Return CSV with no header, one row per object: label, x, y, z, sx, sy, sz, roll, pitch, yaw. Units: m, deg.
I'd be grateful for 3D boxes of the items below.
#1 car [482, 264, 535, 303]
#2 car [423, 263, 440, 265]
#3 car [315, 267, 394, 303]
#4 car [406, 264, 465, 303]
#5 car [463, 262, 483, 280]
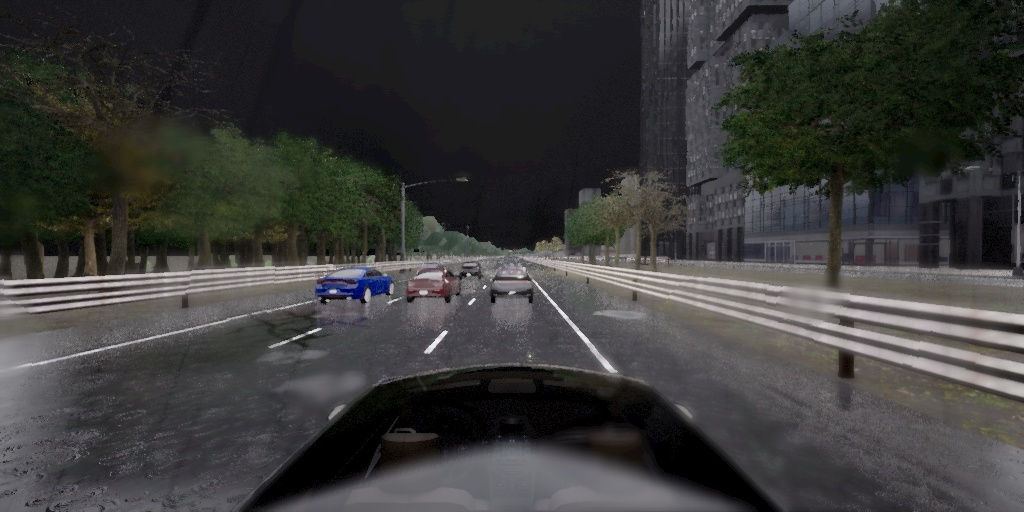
car,0.001,1.241,16.500,2.128,1.511,4.902,0,0,0
car,-6.999,1.301,31.500,2.033,1.411,5.357,0,0,0
car,-6.999,1.230,16.500,1.882,1.535,5.008,0,0,0
car,-3.499,1.279,16.500,1.812,1.442,4.674,0,0,0
car,-3.499,1.255,31.500,1.837,1.490,4.892,0,0,0
